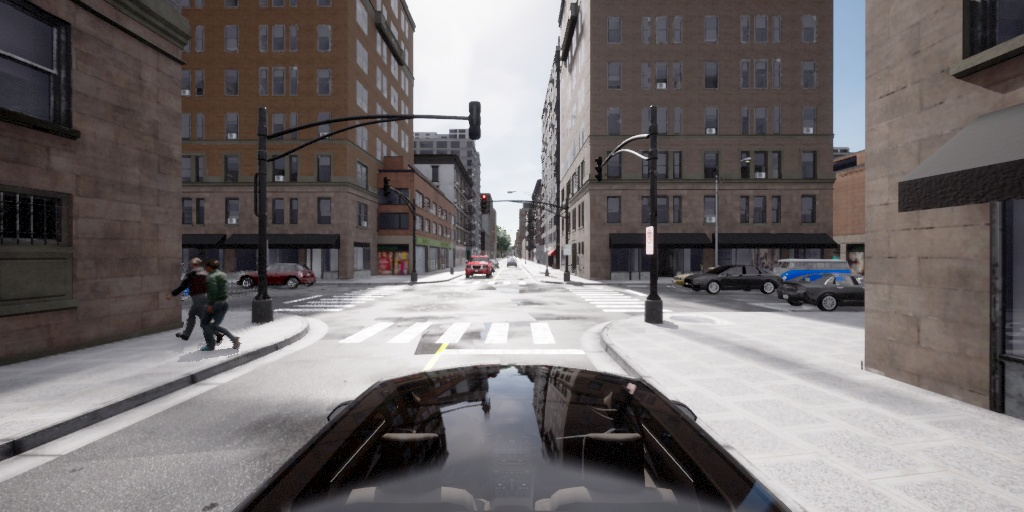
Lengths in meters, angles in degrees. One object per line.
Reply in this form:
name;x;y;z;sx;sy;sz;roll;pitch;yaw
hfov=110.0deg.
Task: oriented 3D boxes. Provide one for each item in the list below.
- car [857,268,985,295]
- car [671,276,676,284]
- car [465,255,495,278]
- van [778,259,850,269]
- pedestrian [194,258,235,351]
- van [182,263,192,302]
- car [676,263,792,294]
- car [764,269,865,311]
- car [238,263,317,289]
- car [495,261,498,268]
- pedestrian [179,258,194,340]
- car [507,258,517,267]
car;21.959;1.345;19.378;4.718;1.301;1.895;0;0;1
car;12.419;1.263;22.046;4.829;1.417;1.751;0;0;1
car;-3.102;0.961;34.259;2.150;2.045;5.566;0;0;0
van;18.258;1.080;21.986;3.998;1.789;1.690;0;0;1
pedestrian;-5.711;0.891;6.886;0.375;1.860;0.375;0;0;0
van;-14.675;1.089;13.798;3.998;1.789;1.690;0;0;1
car;11.926;1.248;19.494;4.892;1.490;1.837;0;0;-1
car;12.520;1.305;13.519;4.403;1.370;2.007;0;0;1
car;-14.605;1.172;22.323;4.097;1.591;1.967;0;0;1
car;-3.105;1.258;44.458;1.812;1.442;4.674;0;0;0
pedestrian;-6.631;0.891;7.595;0.375;1.860;0.375;0;0;0
car;-0.008;1.259;63.799;2.033;1.411;5.357;0;0;0
